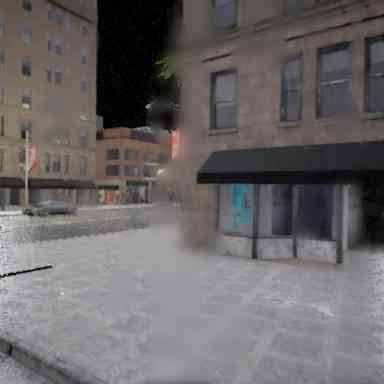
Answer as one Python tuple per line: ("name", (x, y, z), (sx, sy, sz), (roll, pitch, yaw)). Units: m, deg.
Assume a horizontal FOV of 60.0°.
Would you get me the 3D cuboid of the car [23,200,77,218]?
("car", (-11.705, 1.362, 27.663), (1.994, 1.385, 4.181), (1, 1, 35))
